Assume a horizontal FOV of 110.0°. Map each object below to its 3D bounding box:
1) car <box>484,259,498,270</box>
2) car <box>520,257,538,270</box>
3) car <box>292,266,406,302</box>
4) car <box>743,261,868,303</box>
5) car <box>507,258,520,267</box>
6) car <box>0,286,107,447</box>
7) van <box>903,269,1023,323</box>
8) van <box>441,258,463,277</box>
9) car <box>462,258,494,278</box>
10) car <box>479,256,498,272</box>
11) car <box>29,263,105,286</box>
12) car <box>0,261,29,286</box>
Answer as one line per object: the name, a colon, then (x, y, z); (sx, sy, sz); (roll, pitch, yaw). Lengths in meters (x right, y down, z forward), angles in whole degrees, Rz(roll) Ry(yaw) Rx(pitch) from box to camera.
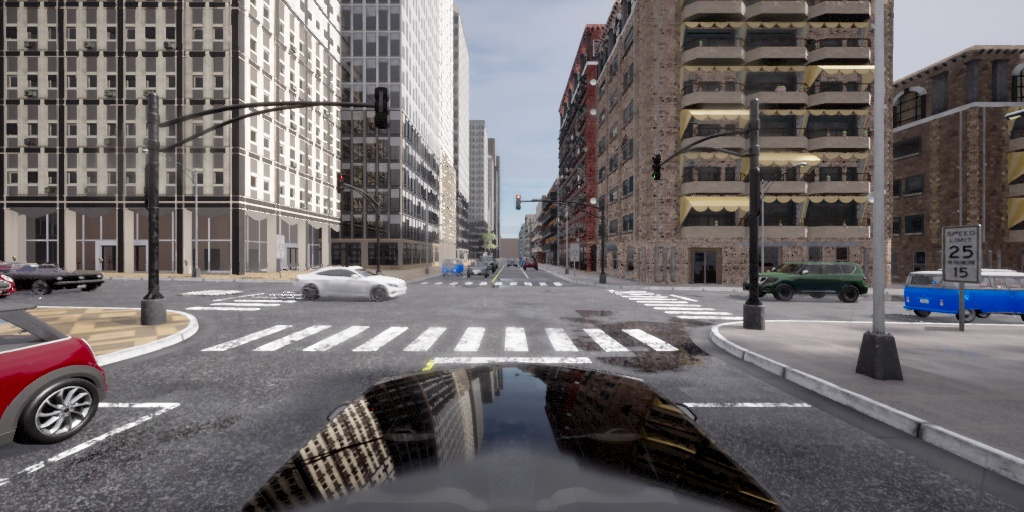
car: (-3.126, 1.245, 55.115); (1.882, 1.535, 5.008); (0, 0, 0)
car: (2.651, 1.079, 51.492); (2.192, 1.841, 5.009); (0, 0, 0)
car: (-7.069, 1.171, 15.749); (4.674, 1.442, 1.812); (1, 0, 0)
car: (15.445, 1.297, 19.012); (5.566, 2.045, 2.150); (1, 0, 0)
car: (0.050, 1.374, 64.508); (1.895, 1.301, 4.718); (0, 0, 0)
car: (-5.691, 1.190, 2.357); (1.967, 1.591, 4.097); (0, 0, 0)
van: (16.903, 1.453, 13.091); (3.998, 1.789, 1.690); (0, 0, 0)
van: (-5.716, 1.097, 34.831); (1.690, 1.789, 3.998); (0, 0, 0)
car: (-3.127, 1.247, 33.965); (2.128, 1.511, 4.902); (0, 0, 0)
car: (-3.132, 0.982, 44.116); (2.150, 2.045, 5.566); (0, 0, 0)
car: (-21.056, 0.977, 15.701); (4.718, 1.301, 1.895); (1, 0, 0)
car: (-21.156, 0.818, 13.112); (4.097, 1.591, 1.967); (0, 0, 0)
